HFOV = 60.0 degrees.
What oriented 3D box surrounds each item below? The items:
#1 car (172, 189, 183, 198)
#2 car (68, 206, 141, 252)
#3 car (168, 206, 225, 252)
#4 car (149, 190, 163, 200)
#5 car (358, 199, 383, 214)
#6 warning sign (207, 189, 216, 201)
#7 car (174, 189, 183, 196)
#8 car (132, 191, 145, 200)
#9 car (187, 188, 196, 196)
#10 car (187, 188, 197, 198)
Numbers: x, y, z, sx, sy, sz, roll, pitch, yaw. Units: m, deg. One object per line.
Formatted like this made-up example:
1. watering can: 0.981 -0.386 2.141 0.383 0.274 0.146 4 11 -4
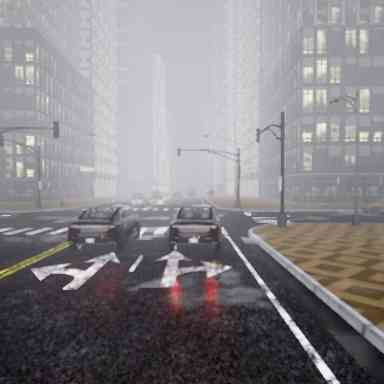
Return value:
1. car: -3.257 0.584 71.520 1.994 1.385 4.181 0 1 0
2. car: -3.210 1.293 12.958 2.128 1.511 4.902 0 1 0
3. car: 0.215 1.293 12.941 2.128 1.511 4.902 0 1 4
4. car: -6.542 0.511 61.185 2.097 1.767 4.553 0 1 1
5. car: 17.085 1.106 28.974 4.829 1.417 1.752 0 1 2
6. warning sign: 2.848 0.425 48.950 1.300 1.860 1.060 0 1 0
7. car: -3.258 0.117 81.520 2.097 1.767 4.553 0 1 0
8. car: -9.789 0.653 61.070 2.128 1.511 4.902 0 1 1
9. car: -0.007 -0.002 81.995 2.150 2.045 5.566 0 1 0
10. car: -0.006 0.533 71.553 1.837 1.490 4.892 0 1 0
